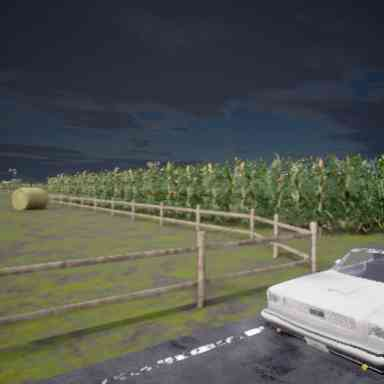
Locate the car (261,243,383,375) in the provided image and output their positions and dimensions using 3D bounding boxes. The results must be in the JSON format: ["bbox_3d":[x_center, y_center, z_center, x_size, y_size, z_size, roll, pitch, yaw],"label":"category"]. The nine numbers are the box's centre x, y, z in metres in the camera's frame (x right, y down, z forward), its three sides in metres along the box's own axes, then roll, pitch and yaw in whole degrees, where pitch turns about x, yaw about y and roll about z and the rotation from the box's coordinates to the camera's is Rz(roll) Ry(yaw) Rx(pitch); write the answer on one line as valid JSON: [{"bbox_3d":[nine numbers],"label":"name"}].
[{"bbox_3d":[3.354,1.598,5.441,4.718,1.301,1.895,0,0,-35],"label":"car"}]
